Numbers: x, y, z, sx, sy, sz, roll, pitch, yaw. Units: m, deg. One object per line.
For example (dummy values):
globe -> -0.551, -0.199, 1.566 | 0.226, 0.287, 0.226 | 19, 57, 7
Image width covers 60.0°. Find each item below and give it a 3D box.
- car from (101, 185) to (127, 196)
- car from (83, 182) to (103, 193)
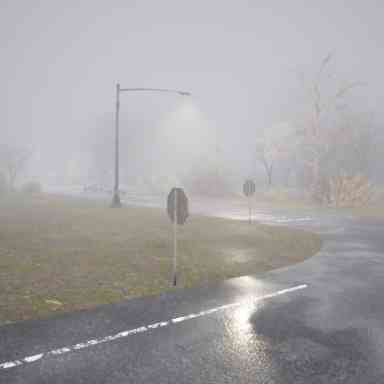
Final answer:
car -> -11.906, -0.125, 51.705 | 1.895, 1.301, 4.718 | 0, 2, -36
car -> -17.728, -0.827, 59.825 | 2.150, 2.045, 5.566 | 0, 2, -36
